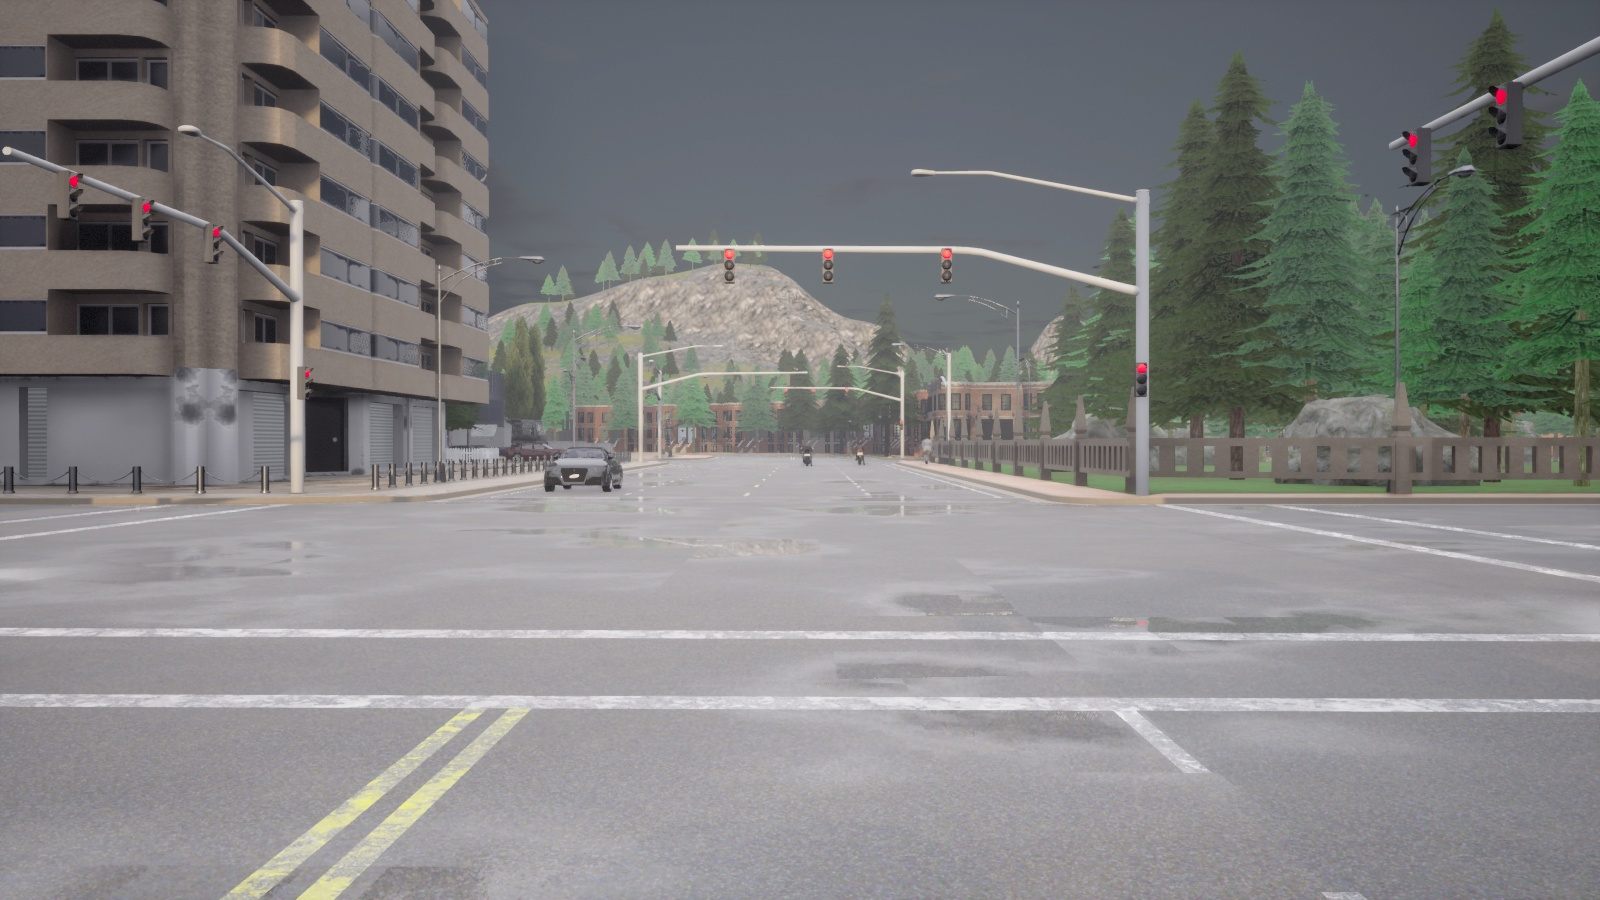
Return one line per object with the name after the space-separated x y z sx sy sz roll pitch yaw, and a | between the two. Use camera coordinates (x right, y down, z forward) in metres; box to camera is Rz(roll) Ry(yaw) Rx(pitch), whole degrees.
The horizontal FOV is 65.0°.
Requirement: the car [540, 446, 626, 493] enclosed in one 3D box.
-6.774 0.582 39.588 1.994 1.385 4.181 0 0 0 | car

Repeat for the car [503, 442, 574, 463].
-19.808 0.170 95.341 5.008 1.535 1.882 0 0 0 | car

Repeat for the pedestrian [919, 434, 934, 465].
7.748 -0.022 76.794 0.874 1.855 0.900 0 0 6 | pedestrian
